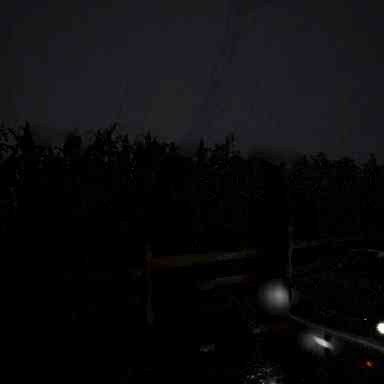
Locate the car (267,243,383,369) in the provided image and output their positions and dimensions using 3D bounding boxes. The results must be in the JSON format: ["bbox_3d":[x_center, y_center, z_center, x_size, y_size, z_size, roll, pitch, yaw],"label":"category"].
[{"bbox_3d":[3.444,1.607,5.544,4.718,1.301,1.895,0,0,-36],"label":"car"}]
